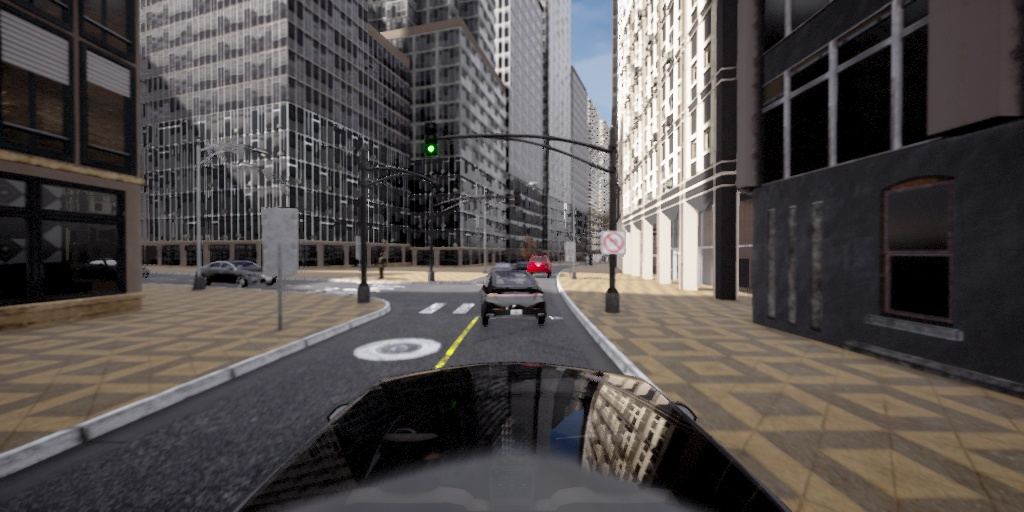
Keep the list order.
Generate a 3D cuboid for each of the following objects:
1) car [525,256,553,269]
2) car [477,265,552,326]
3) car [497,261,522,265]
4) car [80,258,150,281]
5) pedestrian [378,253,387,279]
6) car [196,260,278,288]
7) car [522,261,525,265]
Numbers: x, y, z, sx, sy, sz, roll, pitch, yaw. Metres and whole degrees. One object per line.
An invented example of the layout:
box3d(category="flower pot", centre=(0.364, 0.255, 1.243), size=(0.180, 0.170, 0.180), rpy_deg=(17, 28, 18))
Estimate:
box3d(category="car", centre=(2.894, 0.983, 36.178), size=(2.150, 2.045, 5.566), rpy_deg=(0, 0, 9))
box3d(category="car", centre=(-0.084, 1.230, 11.650), size=(2.128, 1.511, 4.902), rpy_deg=(0, 0, -5))
box3d(category="car", centre=(-0.708, 1.293, 31.969), size=(2.033, 1.411, 5.357), rpy_deg=(0, 0, 8))
box3d(category="car", centre=(-27.041, 0.874, 24.386), size=(4.674, 1.442, 1.812), rpy_deg=(1, 1, 17))
box3d(category="pedestrian", centre=(-9.065, 0.684, 24.858), size=(0.375, 1.860, 0.375), rpy_deg=(0, 0, 18))
box3d(category="car", centre=(-15.994, 1.010, 20.903), size=(4.902, 1.511, 2.128), rpy_deg=(1, 1, 17))
box3d(category="car", centre=(1.449, 1.330, 45.085), size=(2.033, 1.411, 5.357), rpy_deg=(0, 0, 11))
